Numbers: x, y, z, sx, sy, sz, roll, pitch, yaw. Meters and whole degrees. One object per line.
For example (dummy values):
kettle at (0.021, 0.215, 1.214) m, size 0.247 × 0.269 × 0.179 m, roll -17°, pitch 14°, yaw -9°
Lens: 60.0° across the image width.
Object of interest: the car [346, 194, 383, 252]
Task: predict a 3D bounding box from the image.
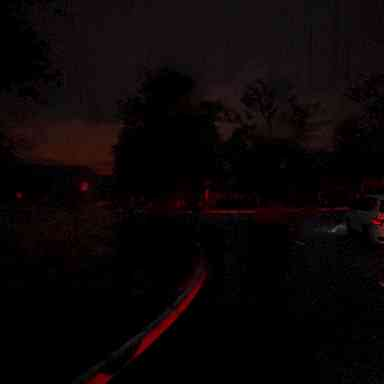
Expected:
car at (7.561, 1.067, 12.937) m, size 2.150 × 2.045 × 5.566 m, roll 0°, pitch 1°, yaw 16°
